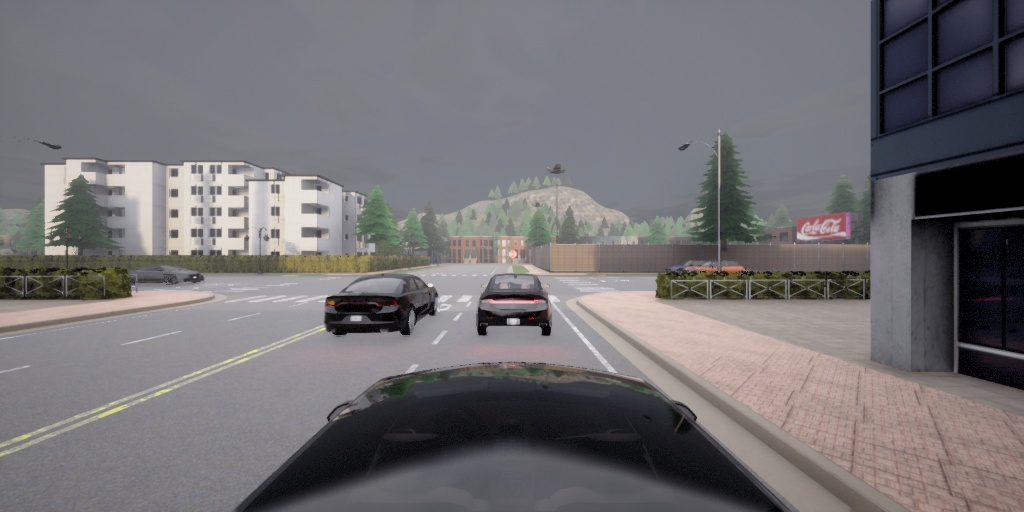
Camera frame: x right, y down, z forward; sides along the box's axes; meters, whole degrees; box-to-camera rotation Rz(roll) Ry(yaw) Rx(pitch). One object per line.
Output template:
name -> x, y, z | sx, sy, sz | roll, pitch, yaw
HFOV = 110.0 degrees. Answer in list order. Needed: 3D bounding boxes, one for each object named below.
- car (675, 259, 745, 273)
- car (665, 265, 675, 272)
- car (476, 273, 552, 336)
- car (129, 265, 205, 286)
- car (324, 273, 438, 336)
car -> 16.010, 1.102, 28.741 | 4.553, 1.767, 2.097 | 0, 0, 0
car -> 16.230, 1.102, 32.240 | 4.553, 1.767, 2.097 | 0, 0, 0
car -> 0.092, 1.241, 10.383 | 2.128, 1.511, 4.902 | 0, 0, 1
car -> -24.156, 1.313, 25.066 | 4.181, 1.385, 1.994 | 0, 0, 0
car -> -3.458, 1.228, 10.406 | 1.882, 1.535, 5.008 | 0, 0, 0
